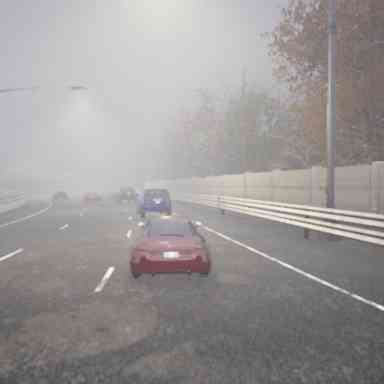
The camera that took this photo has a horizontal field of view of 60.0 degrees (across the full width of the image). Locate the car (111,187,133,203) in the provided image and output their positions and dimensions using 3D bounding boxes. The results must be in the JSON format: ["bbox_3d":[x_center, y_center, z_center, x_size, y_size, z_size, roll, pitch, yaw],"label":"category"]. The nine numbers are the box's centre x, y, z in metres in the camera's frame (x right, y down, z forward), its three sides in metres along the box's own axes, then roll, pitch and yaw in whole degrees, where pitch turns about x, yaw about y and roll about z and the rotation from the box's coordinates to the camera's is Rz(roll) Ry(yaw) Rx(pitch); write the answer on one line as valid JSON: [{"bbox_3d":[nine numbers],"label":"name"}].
[{"bbox_3d":[-8.492,0.327,42.023,2.150,2.045,5.566,-1,1,-21],"label":"car"}]

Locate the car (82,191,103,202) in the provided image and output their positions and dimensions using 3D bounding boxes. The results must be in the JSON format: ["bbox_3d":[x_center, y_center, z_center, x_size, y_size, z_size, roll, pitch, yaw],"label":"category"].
[{"bbox_3d":[-14.139,0.583,46.456,1.994,1.385,4.181,-1,1,-25],"label":"car"}]

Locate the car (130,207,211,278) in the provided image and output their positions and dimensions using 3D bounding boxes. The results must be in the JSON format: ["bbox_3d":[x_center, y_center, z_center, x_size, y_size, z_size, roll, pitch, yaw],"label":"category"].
[{"bbox_3d":[-0.631,1.356,9.573,1.994,1.385,4.181,0,1,-4],"label":"car"}]

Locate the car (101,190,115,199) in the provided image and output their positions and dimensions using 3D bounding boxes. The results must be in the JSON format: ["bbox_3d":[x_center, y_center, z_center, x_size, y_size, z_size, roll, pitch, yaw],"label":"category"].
[{"bbox_3d":[-14.644,0.326,57.686,2.033,1.411,5.357,0,1,-18],"label":"car"}]

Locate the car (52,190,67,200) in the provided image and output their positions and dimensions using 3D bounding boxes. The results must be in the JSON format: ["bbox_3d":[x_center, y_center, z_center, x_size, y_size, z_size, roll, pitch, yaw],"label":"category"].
[{"bbox_3d":[-20.269,0.440,50.826,1.837,1.490,4.892,0,1,-28],"label":"car"}]

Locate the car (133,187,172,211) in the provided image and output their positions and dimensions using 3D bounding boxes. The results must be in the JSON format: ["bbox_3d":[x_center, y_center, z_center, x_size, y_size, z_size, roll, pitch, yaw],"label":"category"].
[{"bbox_3d":[-2.888,0.697,24.558,2.150,2.045,5.566,0,2,-14],"label":"car"}]

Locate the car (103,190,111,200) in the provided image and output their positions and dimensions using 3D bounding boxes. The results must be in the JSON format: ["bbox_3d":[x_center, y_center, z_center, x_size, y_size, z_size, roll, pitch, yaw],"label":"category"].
[{"bbox_3d":[-12.249,0.454,51.549,2.033,1.411,5.357,-1,1,-22],"label":"car"}]
